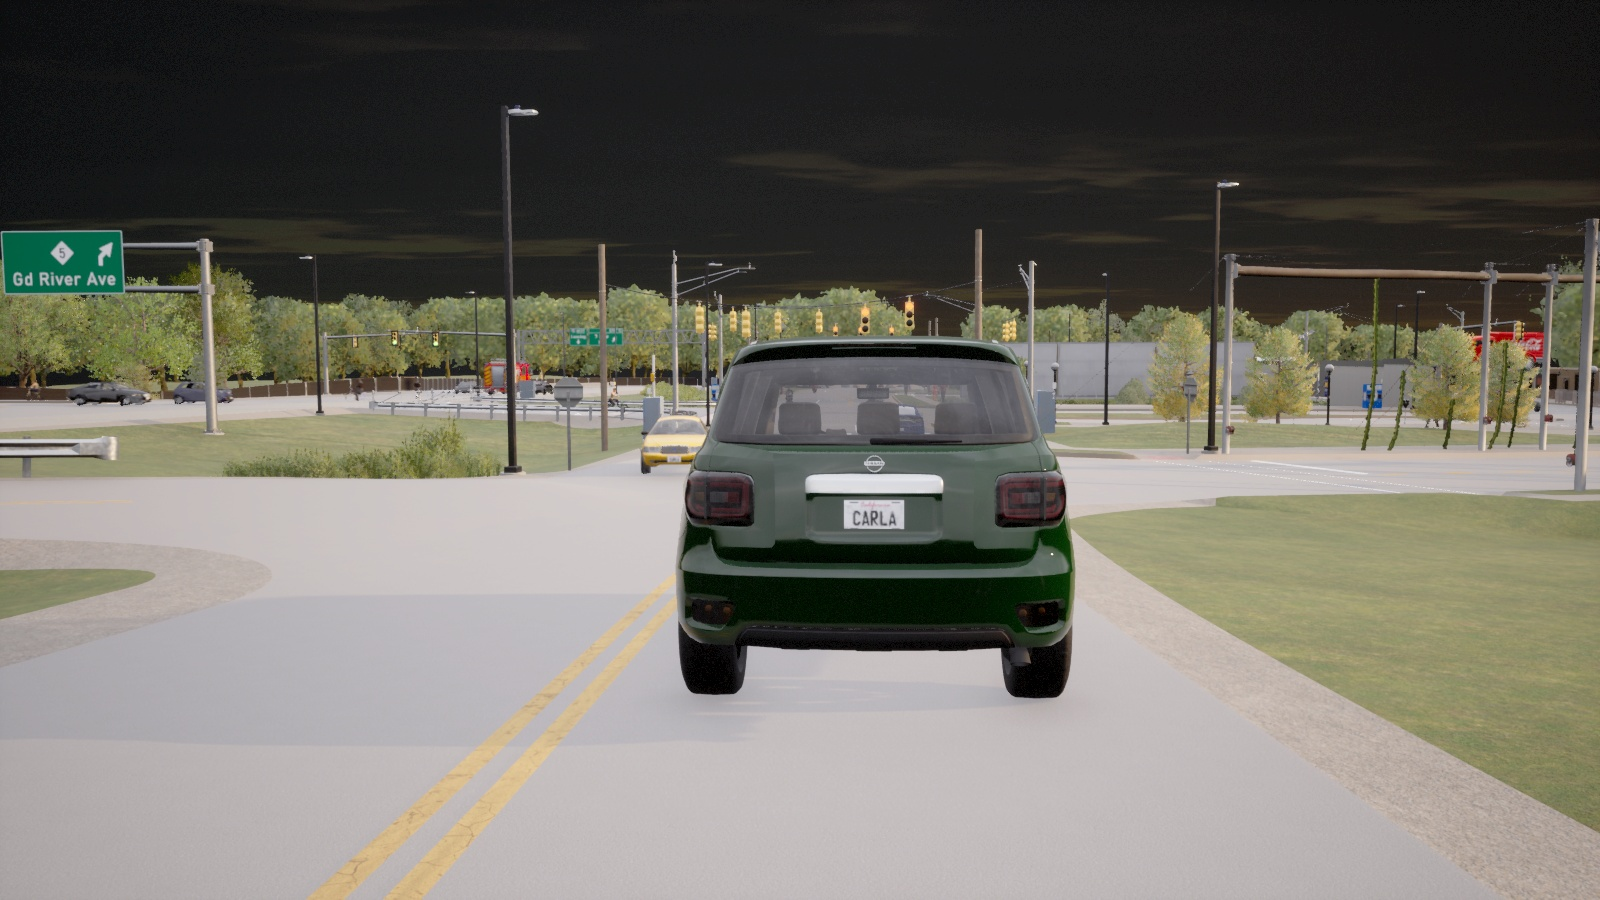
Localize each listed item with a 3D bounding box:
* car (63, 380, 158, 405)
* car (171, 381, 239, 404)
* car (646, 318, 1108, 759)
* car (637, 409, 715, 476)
[{"bbox_3d":[-44.016,-3.675,80.238,4.902,1.511,2.128,0,4,2],"label":"car"},{"bbox_3d":[-39.557,-3.811,83.565,3.633,1.501,1.845,0,3,3],"label":"car"},{"bbox_3d":[0.504,0.363,8.656,2.150,2.045,5.566,0,1,3],"label":"car"},{"bbox_3d":[-3.227,-0.271,33.574,1.801,1.575,5.366,0,3,-3],"label":"car"}]
